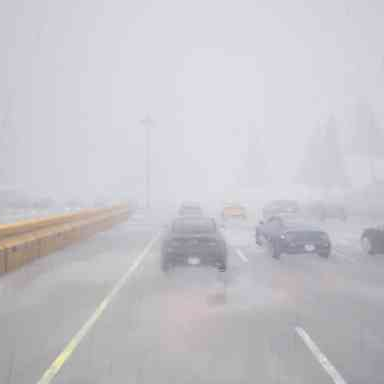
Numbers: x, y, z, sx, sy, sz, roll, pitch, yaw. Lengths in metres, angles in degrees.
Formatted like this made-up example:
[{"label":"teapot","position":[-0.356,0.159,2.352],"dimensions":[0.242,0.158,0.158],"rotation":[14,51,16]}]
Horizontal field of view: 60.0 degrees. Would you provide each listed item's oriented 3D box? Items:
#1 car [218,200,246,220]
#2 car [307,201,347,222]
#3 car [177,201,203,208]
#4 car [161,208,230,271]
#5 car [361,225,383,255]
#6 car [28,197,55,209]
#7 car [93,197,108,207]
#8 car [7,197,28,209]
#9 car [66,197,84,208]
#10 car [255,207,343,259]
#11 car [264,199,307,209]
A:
[{"label":"car","position":[3.299,1.450,28.152],"dimensions":[1.882,1.535,5.008],"rotation":[0,0,-2]},{"label":"car","position":[10.367,1.467,26.219],"dimensions":[2.128,1.511,4.902],"rotation":[0,0,-2]},{"label":"car","position":[-0.137,1.467,26.220],"dimensions":[2.128,1.511,4.902],"rotation":[0,0,-2]},{"label":"car","position":[0.070,1.494,10.794],"dimensions":[1.837,1.490,4.892],"rotation":[0,0,0]},{"label":"car","position":[7.066,1.468,10.139],"dimensions":[1.882,1.535,5.008],"rotation":[0,0,0]},{"label":"car","position":[-19.618,1.434,44.150],"dimensions":[1.882,1.535,5.008],"rotation":[0,0,-9]},{"label":"car","position":[-13.275,1.459,48.502],"dimensions":[1.837,1.490,4.892],"rotation":[0,-1,-10]},{"label":"car","position":[-23.338,1.433,45.184],"dimensions":[1.882,1.535,5.008],"rotation":[0,0,-10]},{"label":"car","position":[-16.645,1.460,47.479],"dimensions":[1.837,1.490,4.892],"rotation":[0,-1,-10]},{"label":"car","position":[3.578,1.513,12.388],"dimensions":[1.812,1.442,4.674],"rotation":[0,0,0]},{"label":"car","position":[6.876,1.326,25.811],"dimensions":[2.097,1.767,4.553],"rotation":[0,0,-2]}]
